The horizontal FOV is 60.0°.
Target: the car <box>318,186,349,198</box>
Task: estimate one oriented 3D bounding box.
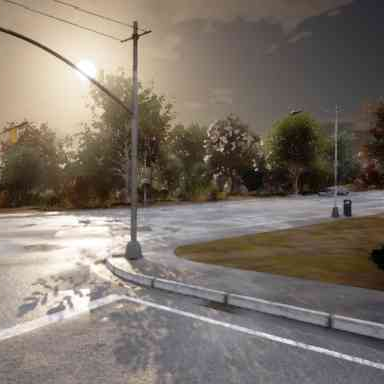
[{"bbox_3d":[19.533,-0.039,45.953,4.902,1.511,2.128,-3,2,-27],"label":"car"}]
